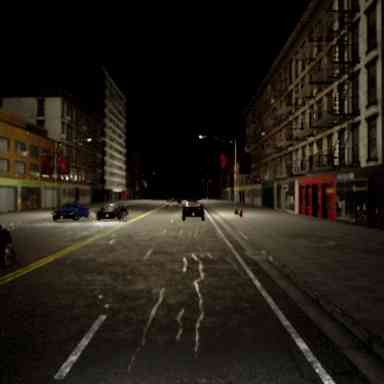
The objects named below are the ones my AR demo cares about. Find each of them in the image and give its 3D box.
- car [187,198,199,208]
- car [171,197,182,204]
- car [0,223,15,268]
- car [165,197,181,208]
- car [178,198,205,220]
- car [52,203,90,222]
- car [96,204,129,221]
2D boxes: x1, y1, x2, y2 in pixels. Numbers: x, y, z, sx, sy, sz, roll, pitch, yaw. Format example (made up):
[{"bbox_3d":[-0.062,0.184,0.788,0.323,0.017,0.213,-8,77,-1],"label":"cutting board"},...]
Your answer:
[{"bbox_3d":[0.124,1.704,51.876,1.812,1.442,4.674,0,-1,0],"label":"car"},{"bbox_3d":[-3.218,1.794,70.117,1.994,1.385,4.181,0,0,0],"label":"car"},{"bbox_3d":[-6.503,1.380,8.304,2.097,1.767,4.553,0,0,0],"label":"car"},{"bbox_3d":[-3.126,1.781,52.799,1.895,1.301,4.718,0,0,0],"label":"car"},{"bbox_3d":[0.112,1.590,29.094,2.128,1.511,4.902,0,0,0],"label":"car"},{"bbox_3d":[-9.834,1.619,27.454,1.812,1.442,4.674,0,0,0],"label":"car"},{"bbox_3d":[-6.584,1.658,27.788,1.994,1.385,4.181,0,0,0],"label":"car"}]
